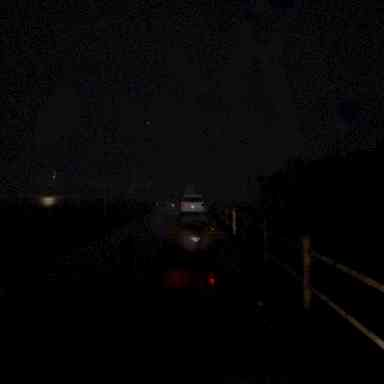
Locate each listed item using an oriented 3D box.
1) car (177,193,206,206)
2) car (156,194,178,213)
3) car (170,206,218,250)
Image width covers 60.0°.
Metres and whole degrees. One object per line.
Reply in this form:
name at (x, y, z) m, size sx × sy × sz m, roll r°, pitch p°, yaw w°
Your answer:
car at (0.087, 1.292, 30.452) m, size 2.150 × 2.045 × 5.566 m, roll 0°, pitch 0°, yaw 0°
car at (-2.854, 1.436, 38.170) m, size 2.097 × 1.767 × 4.553 m, roll 0°, pitch 0°, yaw 0°
car at (0.084, 1.562, 14.487) m, size 1.812 × 1.442 × 4.674 m, roll 0°, pitch 0°, yaw 0°
